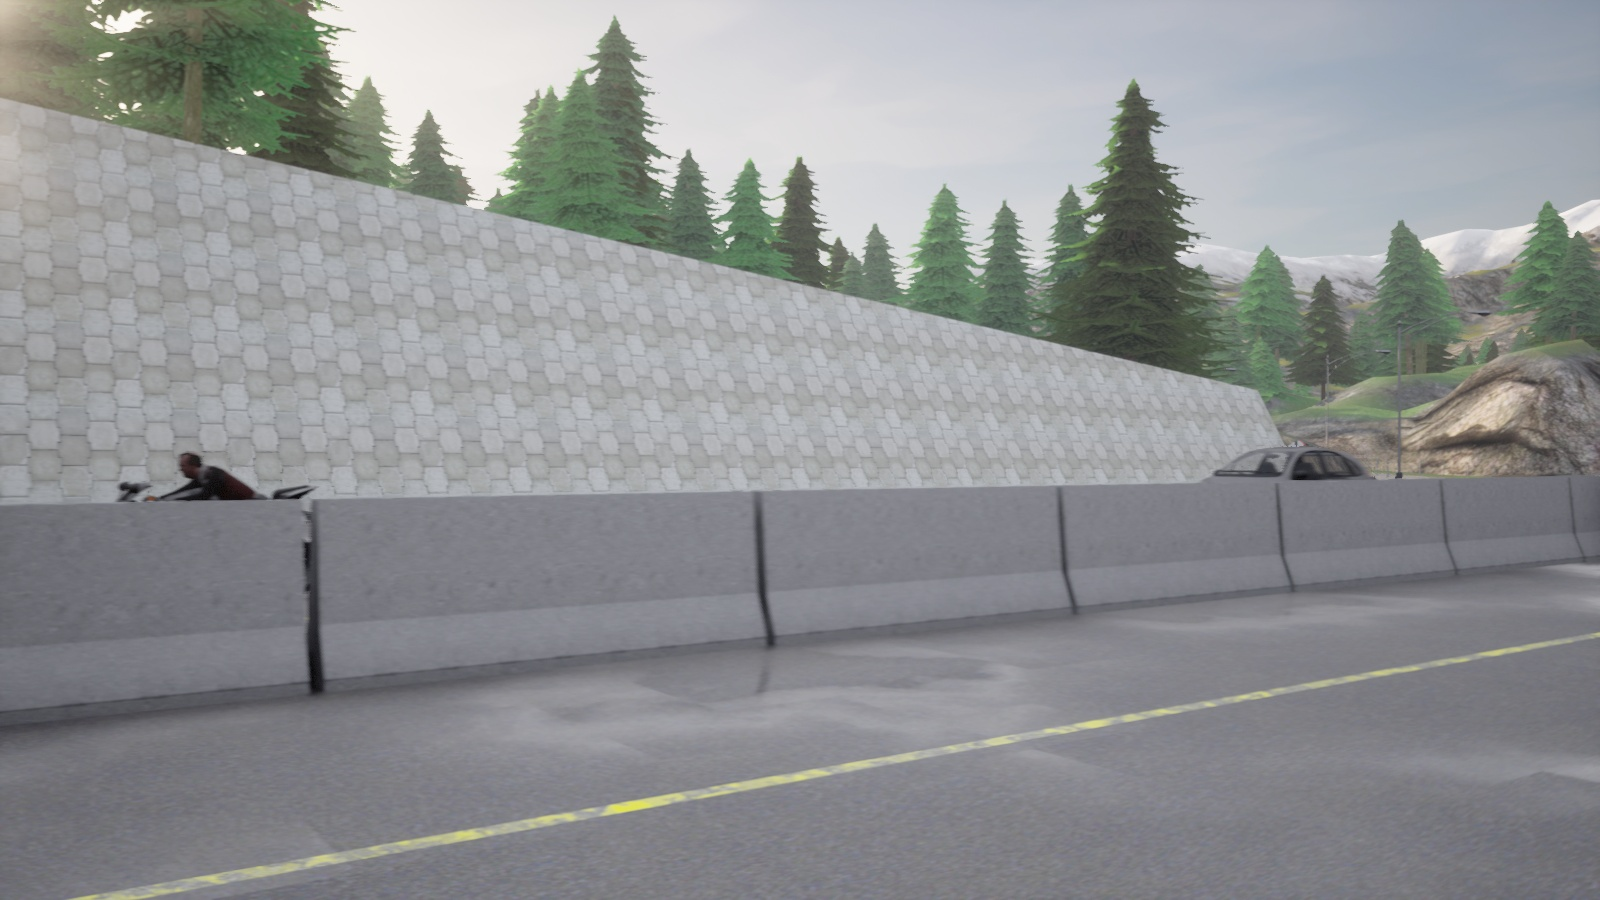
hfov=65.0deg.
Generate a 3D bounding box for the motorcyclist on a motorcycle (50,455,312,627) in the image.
[{"bbox_3d":[-6.018,0.822,12.263,2.191,1.530,0.866,0,0,-35],"label":"motorcyclist on a motorcycle"}]

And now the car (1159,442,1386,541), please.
[{"bbox_3d":[8.436,0.680,22.327,3.988,1.617,1.851,0,0,-35],"label":"car"}]
